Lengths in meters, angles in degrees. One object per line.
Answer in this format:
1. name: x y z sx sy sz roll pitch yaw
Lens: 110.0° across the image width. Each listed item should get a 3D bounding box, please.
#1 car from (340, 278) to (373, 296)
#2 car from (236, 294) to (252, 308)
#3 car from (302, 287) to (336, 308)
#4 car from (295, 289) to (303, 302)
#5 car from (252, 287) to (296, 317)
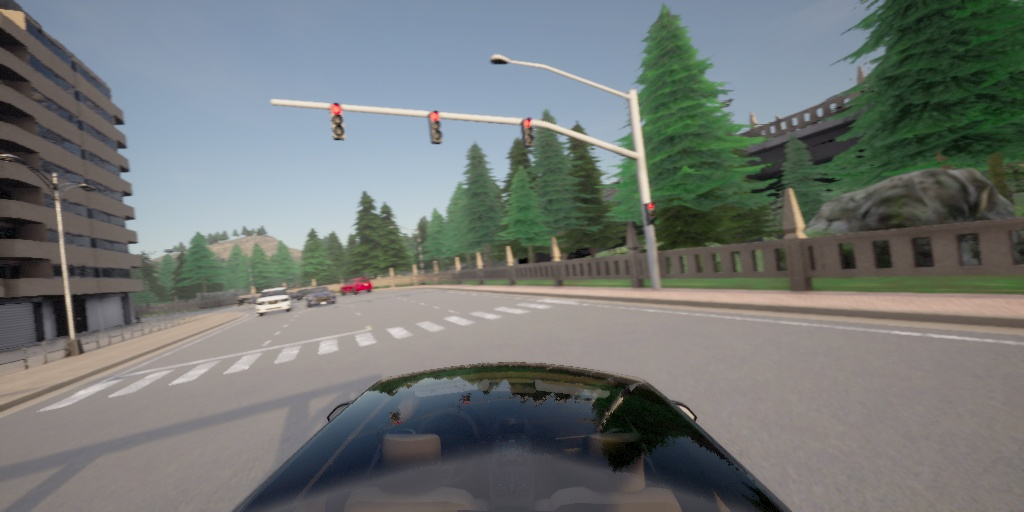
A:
1. car: -20.433 3.992 46.988 5.566 2.045 2.150 -7 -1 41
2. car: -30.014 5.079 41.340 4.181 1.385 1.994 -8 -1 34
3. car: -17.147 3.555 32.078 2.097 1.767 4.553 -7 -1 -32
4. car: -28.070 5.045 44.255 5.357 1.411 2.033 -8 -1 34
5. car: -19.623 3.709 29.744 2.150 2.045 5.566 -7 -1 -30
